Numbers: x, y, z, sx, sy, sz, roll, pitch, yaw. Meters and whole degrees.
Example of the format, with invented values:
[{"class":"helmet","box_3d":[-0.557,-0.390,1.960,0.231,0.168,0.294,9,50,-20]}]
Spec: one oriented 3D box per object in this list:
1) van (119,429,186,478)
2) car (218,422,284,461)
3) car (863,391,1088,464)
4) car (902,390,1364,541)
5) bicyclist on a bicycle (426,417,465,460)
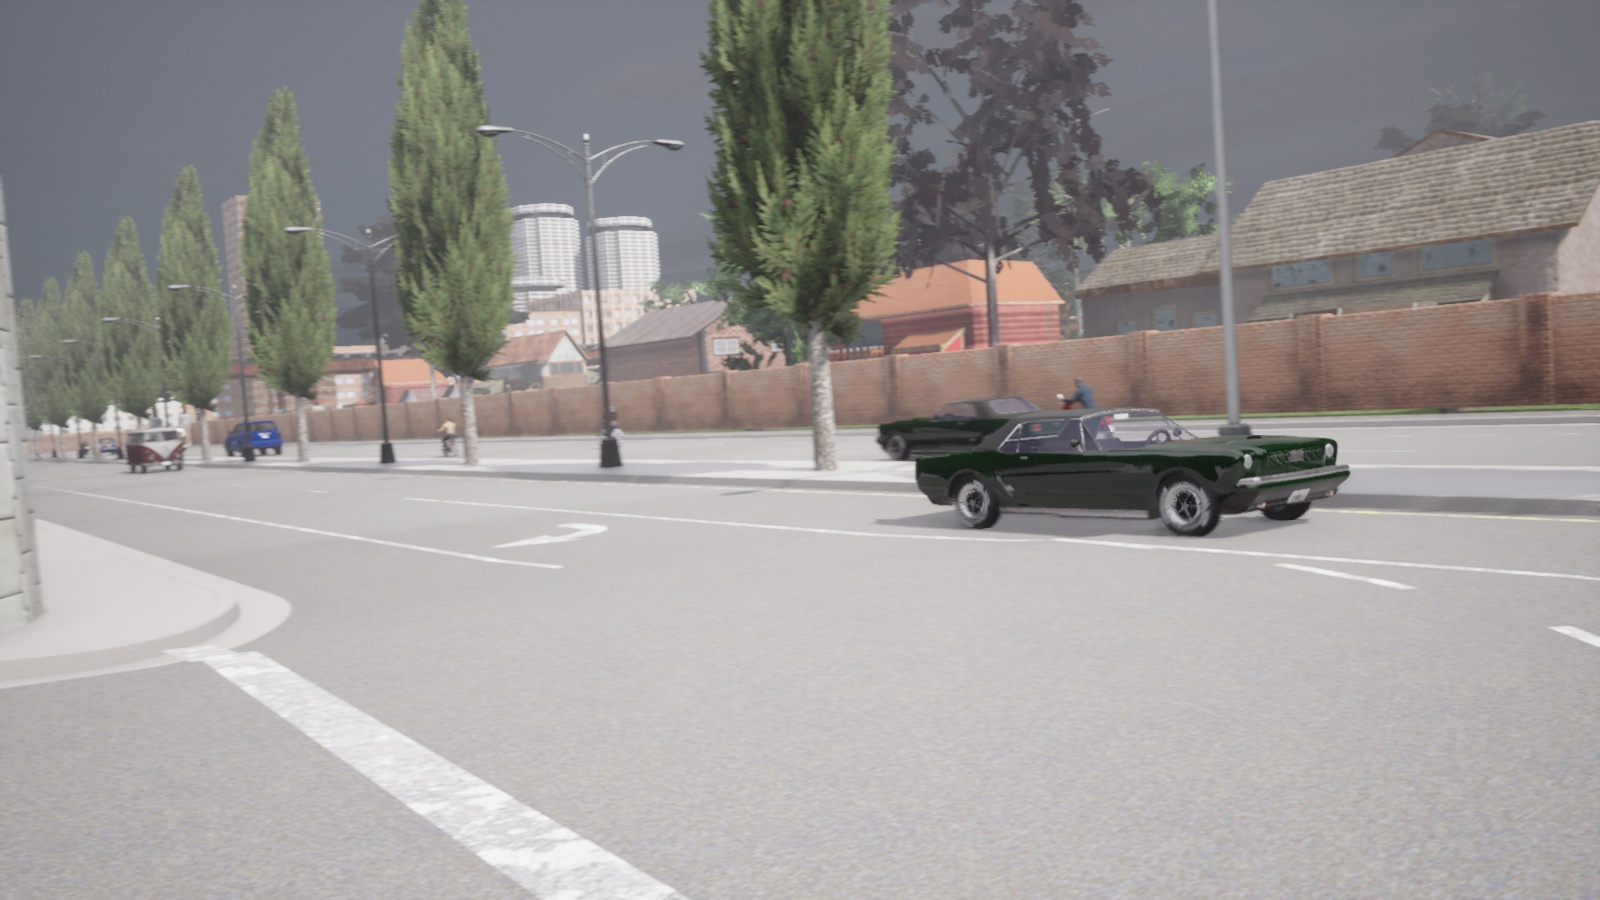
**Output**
[{"class":"van","box_3d":[-29.201,0.147,56.585,1.775,1.987,4.442,-6,4,-37]},{"class":"car","box_3d":[-32.240,-0.502,73.660,2.150,2.045,5.566,-6,4,-37]},{"class":"car","box_3d":[3.644,-0.453,26.836,1.895,1.301,4.718,-6,4,-37]},{"class":"car","box_3d":[3.465,0.171,13.961,1.895,1.301,4.718,-5,2,-37]},{"class":"bicyclist on a bicycle","box_3d":[-14.134,-0.452,50.046,0.866,1.612,1.509,-6,4,-38]}]
